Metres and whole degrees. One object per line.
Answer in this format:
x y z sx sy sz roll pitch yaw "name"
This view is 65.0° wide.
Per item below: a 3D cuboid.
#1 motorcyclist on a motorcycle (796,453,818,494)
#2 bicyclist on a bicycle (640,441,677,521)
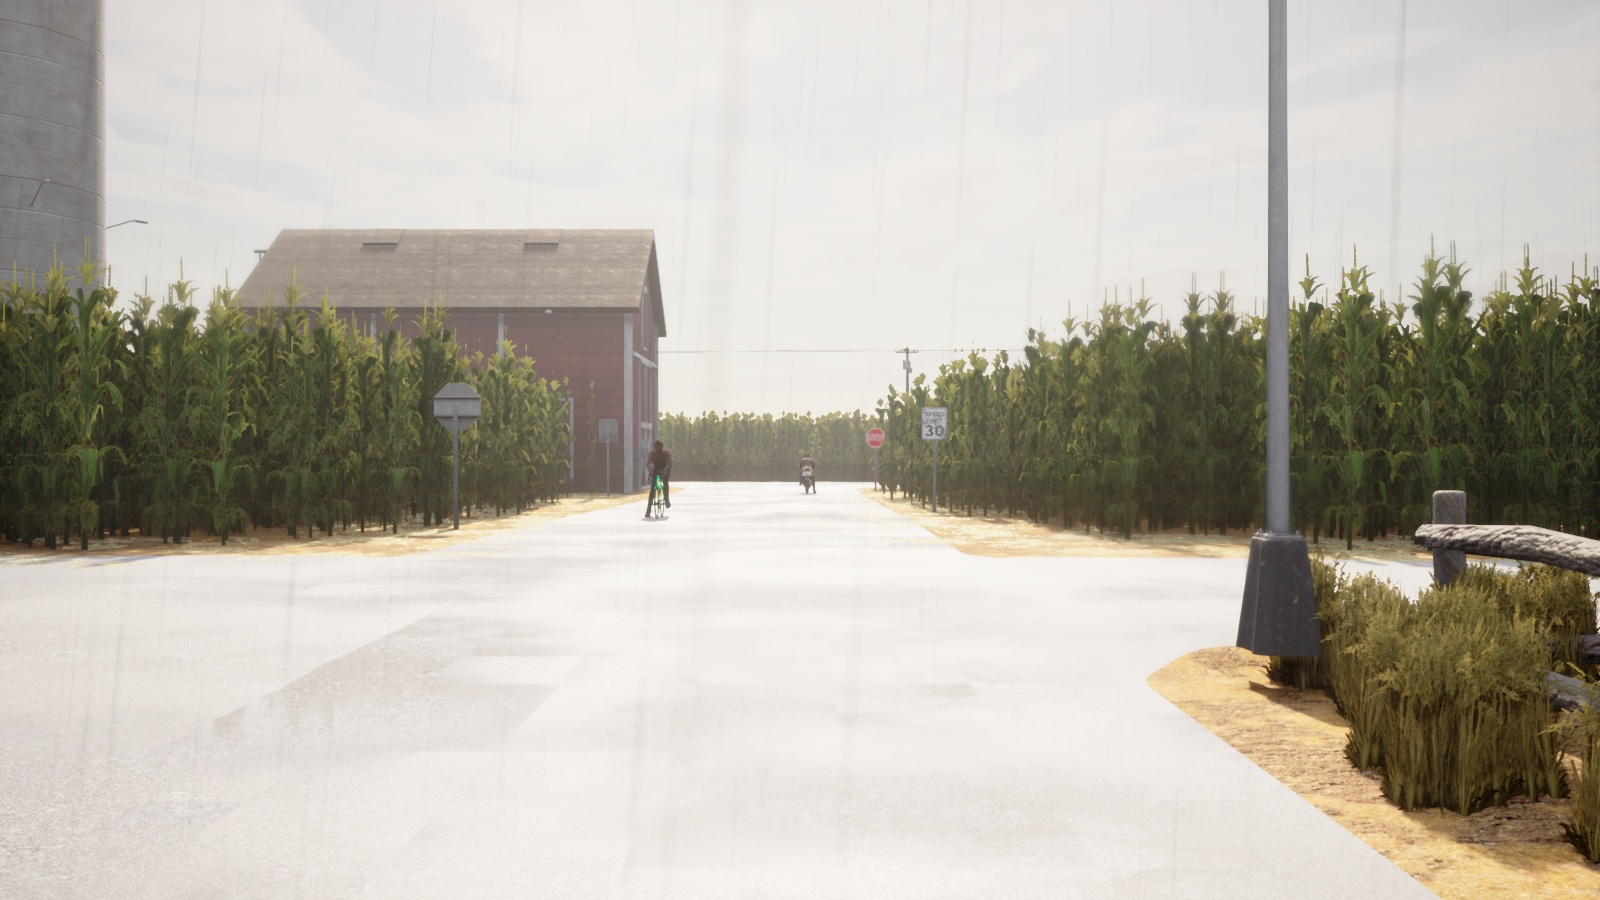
0.268 0.886 47.508 0.797 1.523 2.044 0 0 0 "motorcyclist on a motorcycle"
-2.945 0.626 26.313 0.582 1.620 1.656 0 0 0 "bicyclist on a bicycle"
